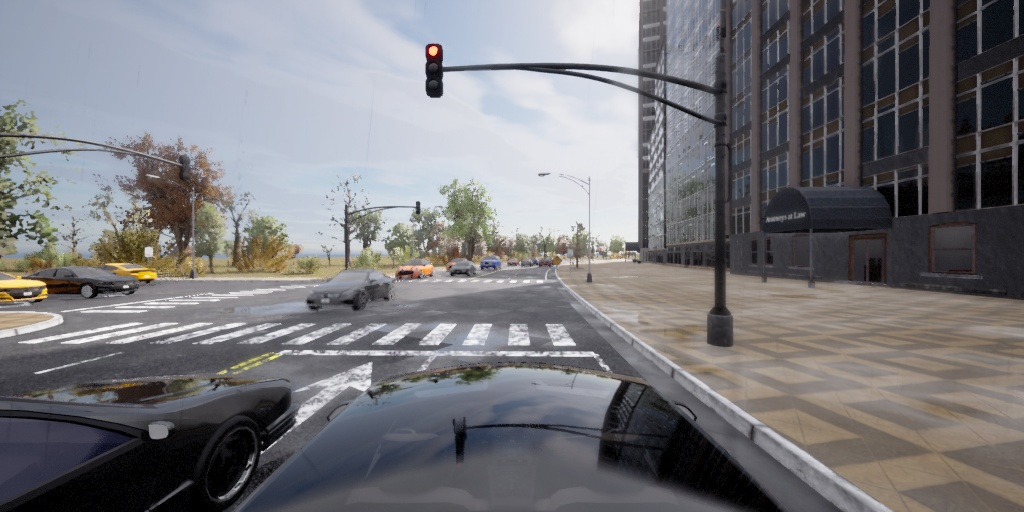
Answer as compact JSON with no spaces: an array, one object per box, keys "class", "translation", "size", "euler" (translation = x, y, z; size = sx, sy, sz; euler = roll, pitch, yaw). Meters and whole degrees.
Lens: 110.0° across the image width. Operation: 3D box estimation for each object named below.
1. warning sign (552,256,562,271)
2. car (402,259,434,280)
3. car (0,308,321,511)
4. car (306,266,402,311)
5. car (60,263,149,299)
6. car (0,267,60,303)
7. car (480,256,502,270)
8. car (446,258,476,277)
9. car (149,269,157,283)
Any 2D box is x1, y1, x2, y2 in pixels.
[{"class":"warning sign","translation":[5.525,0.868,43.921],"size":[1.300,1.860,1.060],"euler":[0,0,7]},{"class":"car","translation":[-8.473,1.098,31.593],"size":[2.097,1.767,4.553],"euler":[0,0,5]},{"class":"car","translation":[-3.128,1.298,1.222],"size":[2.033,1.411,5.357],"euler":[0,0,1]},{"class":"car","translation":[-6.277,1.273,14.559],"size":[1.812,1.442,4.674],"euler":[0,0,2]},{"class":"car","translation":[-21.831,1.275,18.126],"size":[5.008,1.535,1.882],"euler":[0,0,4]},{"class":"car","translation":[-22.473,1.288,14.906],"size":[5.008,1.535,1.882],"euler":[0,0,3]},{"class":"car","translation":[-3.012,0.974,51.212],"size":[2.150,2.045,5.566],"euler":[0,0,9]},{"class":"car","translation":[-4.821,1.251,35.812],"size":[1.837,1.490,4.892],"euler":[0,0,6]},{"class":"car","translation":[-27.828,1.265,25.056],"size":[5.008,1.535,1.882],"euler":[0,0,3]}]
